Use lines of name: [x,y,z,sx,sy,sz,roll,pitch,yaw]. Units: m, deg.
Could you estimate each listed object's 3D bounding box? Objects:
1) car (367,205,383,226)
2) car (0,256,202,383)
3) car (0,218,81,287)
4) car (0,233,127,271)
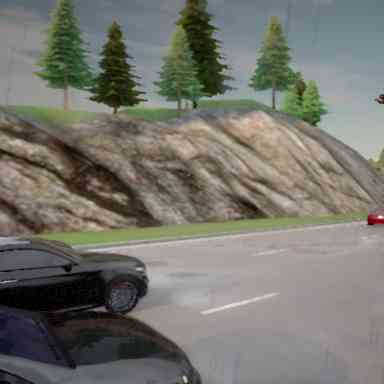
car: [13.580,1.566,22.462,4.181,1.385,1.994,0,0,-39]
car: [-1.923,1.564,2.374,4.181,1.385,1.994,0,0,-35]
car: [-5.772,1.547,8.226,5.357,1.411,2.033,0,0,-36]
car: [-3.030,1.525,5.883,4.674,1.442,1.812,0,0,-35]
